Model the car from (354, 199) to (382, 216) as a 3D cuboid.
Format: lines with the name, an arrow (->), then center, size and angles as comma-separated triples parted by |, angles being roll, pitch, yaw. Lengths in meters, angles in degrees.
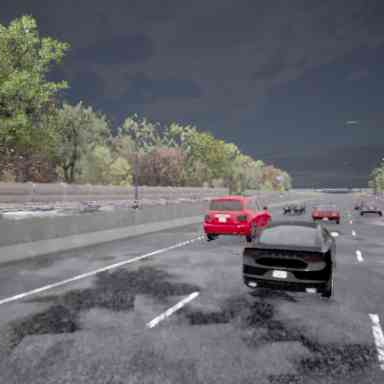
car -> 17.179, 1.547, 32.165 | 2.033, 1.411, 5.357 | 0, 0, 25

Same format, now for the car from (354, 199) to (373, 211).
car -> 21.561, 1.573, 41.975 | 1.994, 1.385, 4.181 | 0, 0, 25

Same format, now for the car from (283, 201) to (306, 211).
car -> 10.977, 1.651, 35.379 | 1.895, 1.301, 4.718 | 0, 0, 24

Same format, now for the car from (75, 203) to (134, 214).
car -> -5.890, 1.646, 24.144 | 1.812, 1.442, 4.674 | 0, 0, 24

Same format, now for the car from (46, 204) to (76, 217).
car -> -8.669, 1.638, 26.485 | 2.128, 1.511, 4.902 | 0, 0, 24

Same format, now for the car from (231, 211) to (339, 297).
car -> 2.769, 1.489, 8.885 | 1.882, 1.535, 5.008 | 0, 0, 24

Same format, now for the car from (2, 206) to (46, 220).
car -> -12.485, 1.772, 26.549 | 1.895, 1.301, 4.718 | 0, 0, 24

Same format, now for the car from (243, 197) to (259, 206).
car -> 10.833, 1.684, 60.743 | 1.812, 1.442, 4.674 | 0, 0, 25

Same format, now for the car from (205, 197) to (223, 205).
car -> 4.286, 1.734, 63.234 | 1.812, 1.442, 4.674 | 0, 0, 25

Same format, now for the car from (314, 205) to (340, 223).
car -> 10.383, 1.621, 25.613 | 1.895, 1.301, 4.718 | 0, 0, 24

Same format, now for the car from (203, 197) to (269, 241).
car -> 2.402, 1.262, 16.545 | 2.150, 2.045, 5.566 | 0, 0, 24
